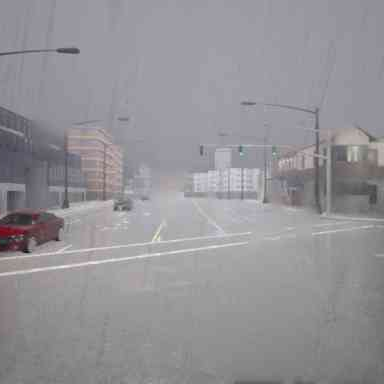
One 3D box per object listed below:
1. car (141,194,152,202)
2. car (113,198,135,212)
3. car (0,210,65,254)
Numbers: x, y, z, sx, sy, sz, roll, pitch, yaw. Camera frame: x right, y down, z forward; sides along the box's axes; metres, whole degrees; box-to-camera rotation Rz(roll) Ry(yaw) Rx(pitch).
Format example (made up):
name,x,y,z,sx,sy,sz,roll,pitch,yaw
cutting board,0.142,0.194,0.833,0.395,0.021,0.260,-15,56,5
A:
name,x,y,z,sx,sy,sz,roll,pitch,yaw
car,-8.673,1.080,63.841,2.033,1.411,5.357,0,0,-2
car,-7.758,1.453,38.110,2.128,1.511,4.902,0,1,-2
car,-6.897,1.542,13.855,1.882,1.535,5.008,0,0,-2
